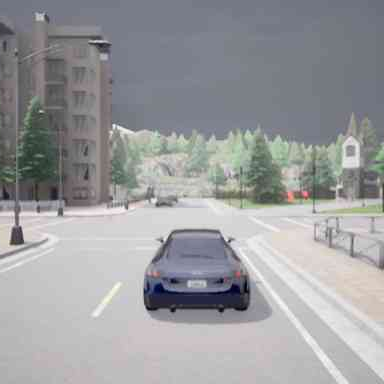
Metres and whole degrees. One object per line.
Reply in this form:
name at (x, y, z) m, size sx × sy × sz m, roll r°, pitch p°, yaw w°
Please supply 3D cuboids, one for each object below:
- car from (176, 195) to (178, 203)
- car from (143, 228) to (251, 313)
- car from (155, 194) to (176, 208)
car at (-3.428, 1.139, 59.839) m, size 2.033 × 1.411 × 5.357 m, roll 0°, pitch 0°, yaw 1°
car at (0.088, 1.511, 7.638) m, size 1.994 × 1.385 × 4.181 m, roll 0°, pitch 0°, yaw 0°
car at (-3.512, 1.274, 42.465) m, size 1.994 × 1.385 × 4.181 m, roll 0°, pitch 0°, yaw 0°
